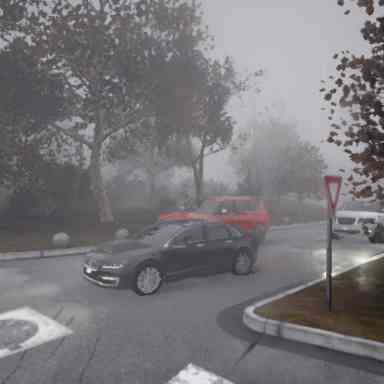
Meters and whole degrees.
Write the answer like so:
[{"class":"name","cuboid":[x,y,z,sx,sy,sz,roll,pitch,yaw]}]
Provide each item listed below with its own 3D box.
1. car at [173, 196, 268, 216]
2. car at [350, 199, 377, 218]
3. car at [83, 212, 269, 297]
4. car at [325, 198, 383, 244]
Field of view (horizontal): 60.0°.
[{"class":"car","cuboid":[0.977,1.191,13.658,5.566,2.045,2.150,1,0,-44]},{"class":"car","cuboid":[17.904,1.680,34.893,2.097,1.767,4.553,1,0,23]},{"class":"car","cuboid":[-0.300,1.467,8.635,4.892,1.490,1.837,1,0,-38]},{"class":"car","cuboid":[8.756,1.331,16.840,2.150,2.045,5.566,1,-1,44]}]
